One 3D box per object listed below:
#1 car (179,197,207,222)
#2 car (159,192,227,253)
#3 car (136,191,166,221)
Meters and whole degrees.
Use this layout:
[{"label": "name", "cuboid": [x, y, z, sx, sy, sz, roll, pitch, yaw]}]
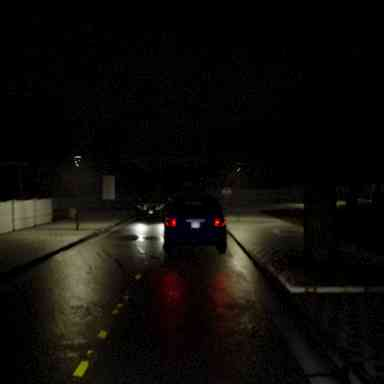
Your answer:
[{"label": "car", "cuboid": [0.094, 1.234, 24.642, 1.882, 1.535, 5.008, 0, 1, 0]}, {"label": "car", "cuboid": [0.100, 1.094, 13.115, 2.150, 2.045, 5.566, 0, 1, 0]}, {"label": "car", "cuboid": [-2.754, 0.975, 25.084, 2.150, 2.045, 5.566, 0, 0, 0]}]
